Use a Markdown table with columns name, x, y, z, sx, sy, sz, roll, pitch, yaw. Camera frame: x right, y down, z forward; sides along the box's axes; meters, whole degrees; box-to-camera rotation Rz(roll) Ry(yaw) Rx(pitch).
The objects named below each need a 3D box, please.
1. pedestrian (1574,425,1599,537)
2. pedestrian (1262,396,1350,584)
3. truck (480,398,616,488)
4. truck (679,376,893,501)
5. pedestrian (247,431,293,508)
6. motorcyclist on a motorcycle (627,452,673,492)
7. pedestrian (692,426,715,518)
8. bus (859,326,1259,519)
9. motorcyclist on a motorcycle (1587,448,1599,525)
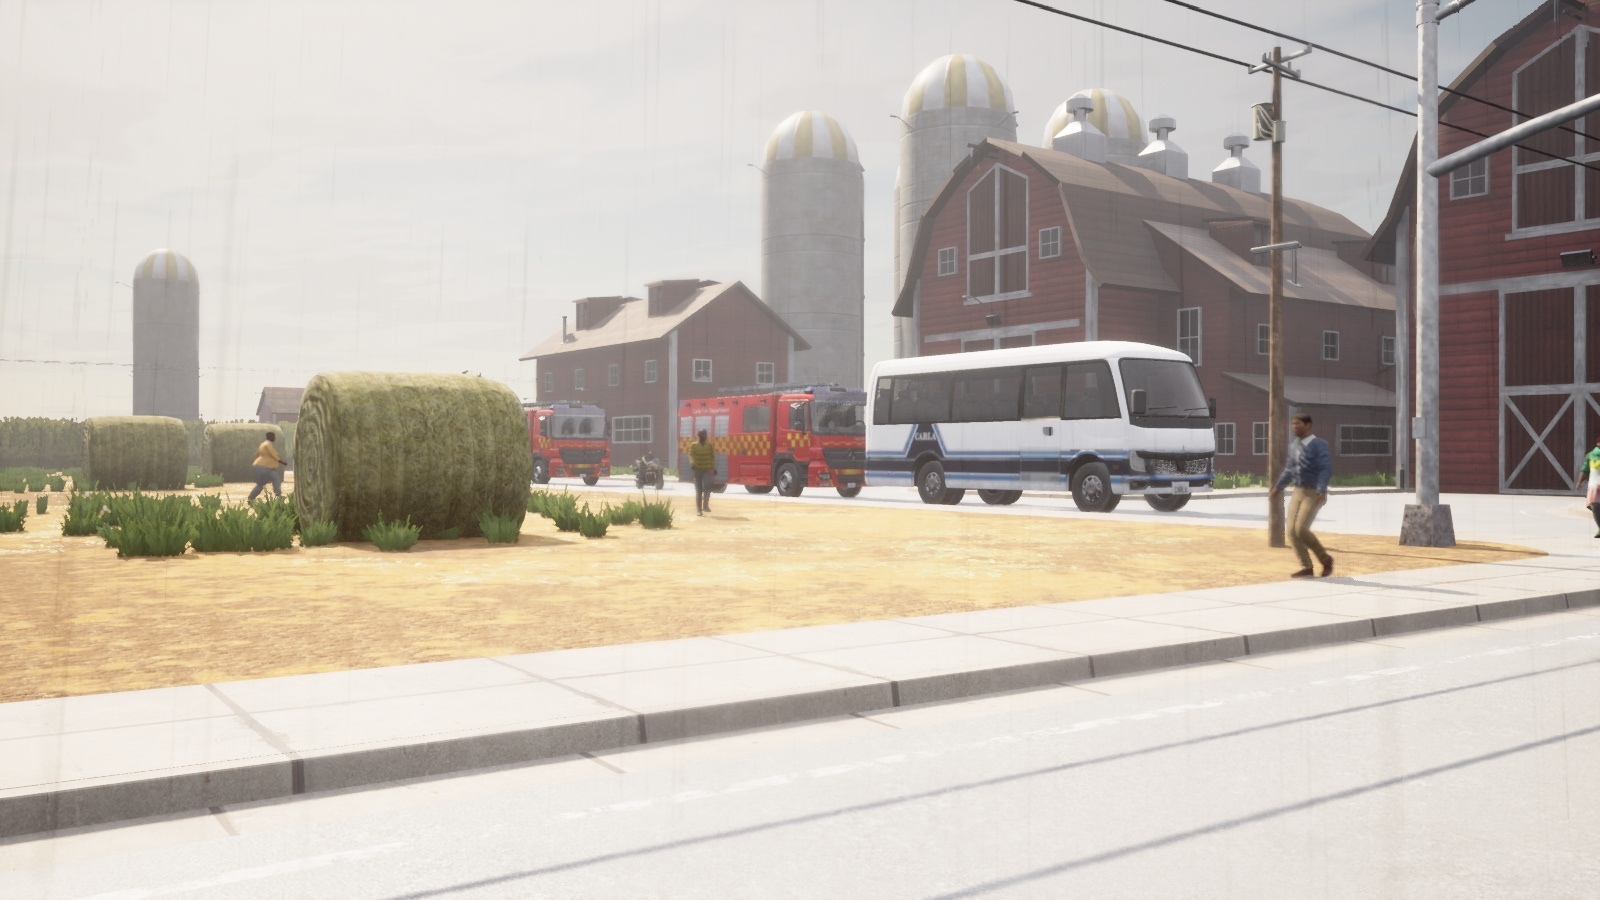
| name | x | y | z | sx | sy | sz | roll | pitch | yaw |
| --- | --- | --- | --- | --- | --- | --- | --- | --- | --- |
| pedestrian | 14.182 | 0.544 | 22.156 | 0.873 | 1.952 | 0.659 | 0 | 0 | -40 |
| pedestrian | 5.385 | 0.415 | 13.366 | 0.788 | 1.949 | 0.423 | 0 | 0 | -20 |
| truck | -11.783 | -0.280 | 57.959 | 2.891 | 3.827 | 8.468 | 0 | 0 | -36 |
| truck | -0.707 | -0.342 | 42.652 | 2.891 | 3.827 | 8.468 | 0 | 0 | -36 |
| pedestrian | -12.951 | 0.473 | 30.677 | 0.900 | 1.855 | 0.874 | 0 | 0 | -33 |
| motorcyclist on a motorcycle | -5.971 | 0.870 | 49.922 | 0.866 | 1.530 | 2.191 | -1 | 0 | -36 |
| pedestrian | -1.955 | 0.436 | 25.400 | 0.370 | 1.835 | 0.726 | 0 | 0 | -13 |
| bus | 6.317 | -0.595 | 32.948 | 3.944 | 4.253 | 10.273 | 0 | 0 | -36 |
| motorcyclist on a motorcycle | 16.694 | 0.725 | 24.579 | 0.797 | 1.523 | 2.044 | 0 | 0 | -36 |
